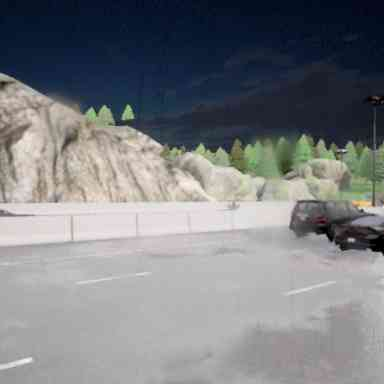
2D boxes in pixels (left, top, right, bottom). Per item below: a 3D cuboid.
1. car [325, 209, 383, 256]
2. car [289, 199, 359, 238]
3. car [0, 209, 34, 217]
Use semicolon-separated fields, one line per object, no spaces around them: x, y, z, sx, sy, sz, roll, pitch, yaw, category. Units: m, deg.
7.878;1.648;13.677;5.008;1.535;1.882;1;0;-36;car
7.568;1.417;17.755;5.566;2.045;2.150;1;-1;-36;car
-11.127;1.561;17.549;5.357;1.411;2.033;1;0;-36;car
